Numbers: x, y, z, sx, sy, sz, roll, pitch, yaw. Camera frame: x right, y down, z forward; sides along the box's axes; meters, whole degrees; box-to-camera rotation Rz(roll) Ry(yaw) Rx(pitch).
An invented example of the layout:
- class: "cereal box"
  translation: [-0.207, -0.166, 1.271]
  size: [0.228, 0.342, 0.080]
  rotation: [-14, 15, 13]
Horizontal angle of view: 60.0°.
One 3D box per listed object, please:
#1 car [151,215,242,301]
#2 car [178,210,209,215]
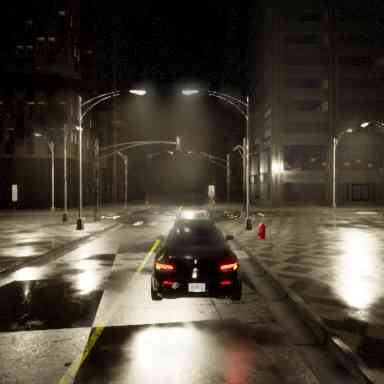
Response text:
- class: "car"
  translation: [0.086, 1.523, 8.186]
  size: [1.812, 1.442, 4.674]
  rotation: [0, 0, 0]
- class: "car"
  translation: [0.076, 1.593, 17.211]
  size: [1.895, 1.301, 4.718]
  rotation: [0, 0, 0]
